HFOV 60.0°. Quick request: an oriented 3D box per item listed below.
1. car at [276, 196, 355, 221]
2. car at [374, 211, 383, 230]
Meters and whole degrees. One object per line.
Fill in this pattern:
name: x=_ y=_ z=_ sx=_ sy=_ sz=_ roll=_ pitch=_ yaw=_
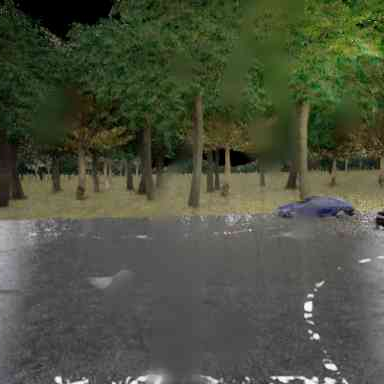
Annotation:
car: x=7.646 y=0.981 z=20.757 sx=4.674 sy=1.442 sz=1.812 roll=-2 pitch=3 yaw=0
car: x=10.257 y=1.208 z=13.778 sx=4.902 sy=1.511 sz=2.128 roll=-1 pitch=3 yaw=0
